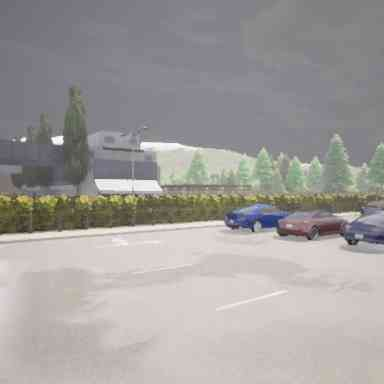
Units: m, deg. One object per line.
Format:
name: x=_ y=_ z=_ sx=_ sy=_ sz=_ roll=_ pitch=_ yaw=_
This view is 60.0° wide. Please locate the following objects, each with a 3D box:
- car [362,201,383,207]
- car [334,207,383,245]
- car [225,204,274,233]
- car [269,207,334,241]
car: x=16.416 y=1.494 z=28.476 sx=4.902 sy=1.511 sz=2.128 roll=0 pitch=0 yaw=-35
car: x=8.269 y=1.532 z=14.066 sx=4.674 sy=1.442 sz=1.812 roll=0 pitch=0 yaw=-35
car: x=4.204 y=1.483 z=19.765 sx=5.008 sy=1.535 sz=1.882 roll=0 pitch=0 yaw=-35
car: x=6.236 y=1.571 z=16.916 sx=4.181 sy=1.385 sz=1.994 roll=0 pitch=0 yaw=-35
